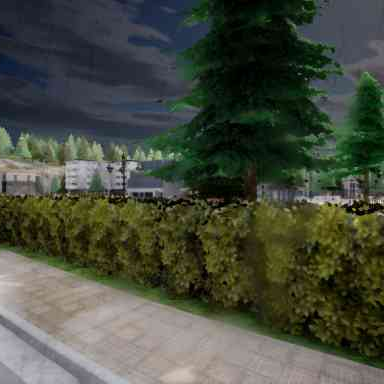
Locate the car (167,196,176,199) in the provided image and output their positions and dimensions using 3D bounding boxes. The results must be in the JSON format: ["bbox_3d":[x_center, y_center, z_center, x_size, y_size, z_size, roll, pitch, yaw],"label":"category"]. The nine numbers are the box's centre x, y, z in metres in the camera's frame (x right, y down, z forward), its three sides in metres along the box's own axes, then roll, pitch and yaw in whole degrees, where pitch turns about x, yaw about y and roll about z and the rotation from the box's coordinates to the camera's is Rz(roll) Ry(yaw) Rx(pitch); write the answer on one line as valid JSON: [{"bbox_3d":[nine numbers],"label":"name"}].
[{"bbox_3d":[-3.306,1.374,56.091,1.845,1.501,3.633,0,0,43],"label":"car"}]

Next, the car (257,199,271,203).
[{"bbox_3d":[9.635,1.352,44.226,2.097,1.767,4.553,0,0,43],"label":"car"}]

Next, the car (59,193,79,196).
[{"bbox_3d":[-28.369,1.153,79.486,2.152,1.636,5.027,0,0,43],"label":"car"}]

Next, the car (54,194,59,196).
[{"bbox_3d":[-33.247,1.232,83.668,1.970,1.475,3.806,0,0,43],"label":"car"}]

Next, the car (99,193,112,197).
[{"bbox_3d":[-16.694,1.097,68.980,1.932,1.855,4.605,0,0,43],"label":"car"}]

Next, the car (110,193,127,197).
[{"bbox_3d":[-10.575,1.384,52.759,1.970,1.475,3.806,0,0,43],"label":"car"}]
